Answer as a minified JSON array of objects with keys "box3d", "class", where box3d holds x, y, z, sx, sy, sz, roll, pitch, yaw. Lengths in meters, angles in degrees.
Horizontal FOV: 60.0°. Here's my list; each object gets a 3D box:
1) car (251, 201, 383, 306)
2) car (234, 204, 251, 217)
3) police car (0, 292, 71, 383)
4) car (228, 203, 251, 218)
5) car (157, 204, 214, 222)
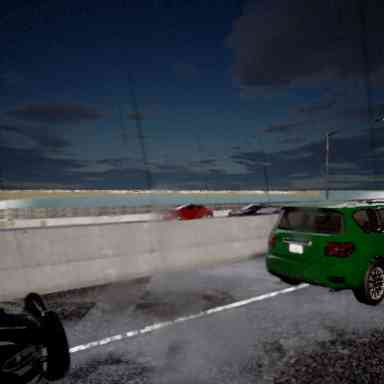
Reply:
[{"box3d":[4.276,1.239,8.339,5.566,2.045,2.150,0,0,-36],"class":"car"},{"box3d":[4.995,1.618,20.688,4.181,1.385,1.994,0,0,-36],"class":"car"},{"box3d":[-3.697,1.452,2.462,5.238,1.638,1.930,0,0,-36],"class":"police car"},{"box3d":[4.879,1.547,24.937,5.008,1.535,1.882,0,0,-36],"class":"car"},{"box3d":[-0.395,1.621,25.422,4.674,1.442,1.812,0,0,-36],"class":"car"}]
